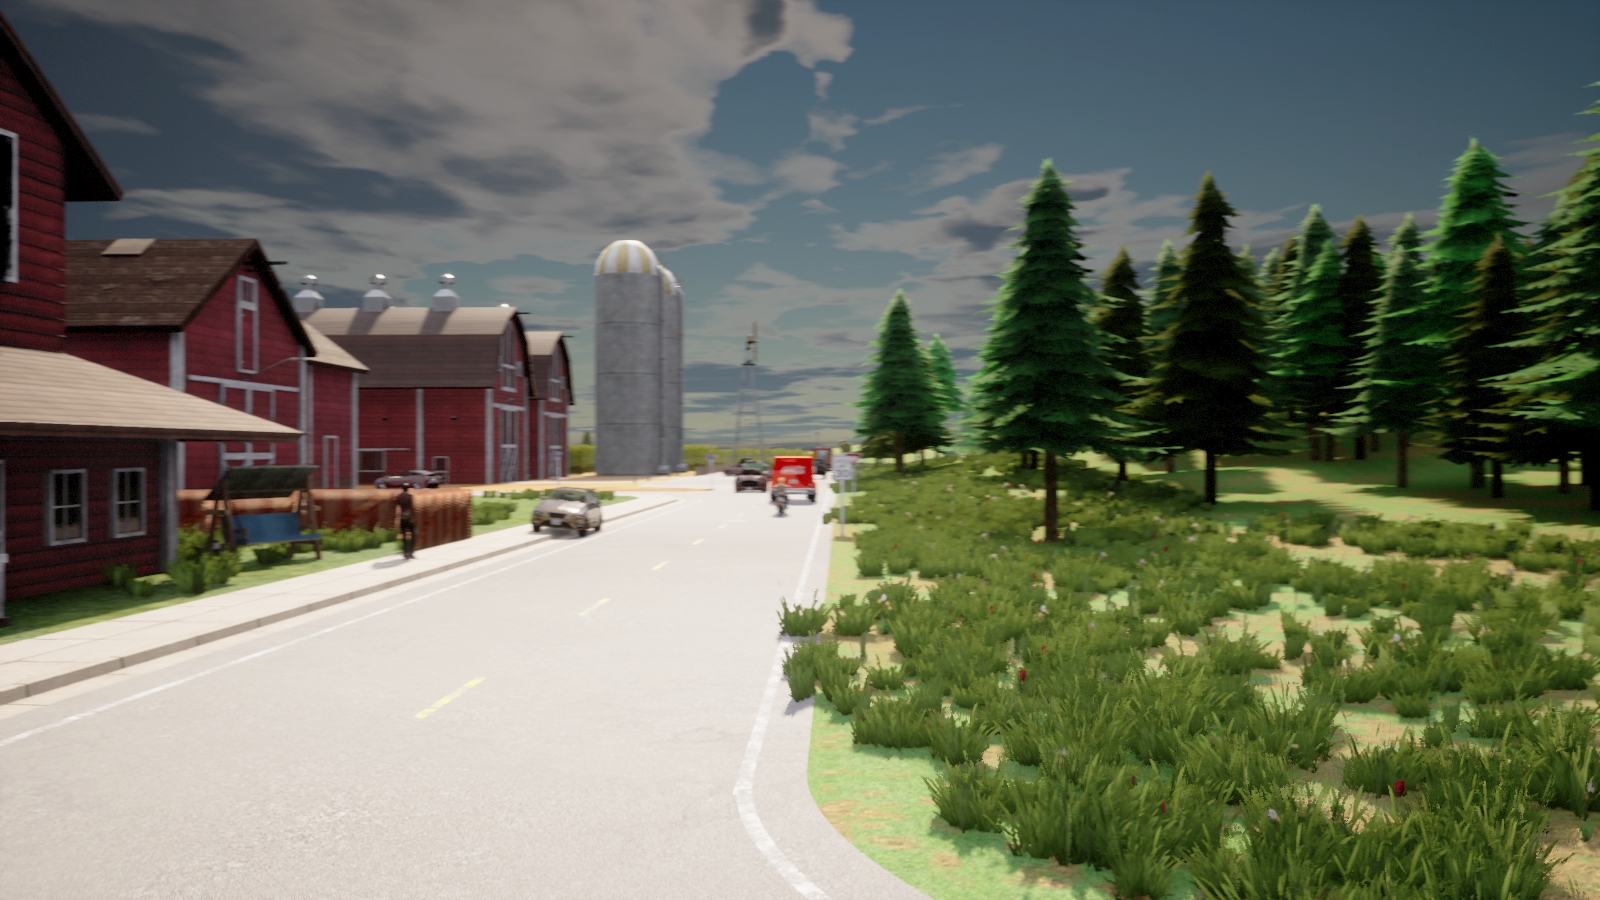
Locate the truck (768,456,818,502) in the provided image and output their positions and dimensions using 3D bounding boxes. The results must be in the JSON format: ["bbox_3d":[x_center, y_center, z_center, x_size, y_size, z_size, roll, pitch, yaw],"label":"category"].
[{"bbox_3d":[-0.359,1.567,63.376,2.627,2.467,5.204,0,0,0],"label":"truck"}]

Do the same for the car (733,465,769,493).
[{"bbox_3d":[-3.274,1.959,77.815,2.097,1.767,4.553,0,0,2],"label":"car"}]

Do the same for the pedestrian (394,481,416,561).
[{"bbox_3d":[-9.255,1.650,26.782,0.375,1.860,0.375,0,0,4],"label":"pedestrian"}]
